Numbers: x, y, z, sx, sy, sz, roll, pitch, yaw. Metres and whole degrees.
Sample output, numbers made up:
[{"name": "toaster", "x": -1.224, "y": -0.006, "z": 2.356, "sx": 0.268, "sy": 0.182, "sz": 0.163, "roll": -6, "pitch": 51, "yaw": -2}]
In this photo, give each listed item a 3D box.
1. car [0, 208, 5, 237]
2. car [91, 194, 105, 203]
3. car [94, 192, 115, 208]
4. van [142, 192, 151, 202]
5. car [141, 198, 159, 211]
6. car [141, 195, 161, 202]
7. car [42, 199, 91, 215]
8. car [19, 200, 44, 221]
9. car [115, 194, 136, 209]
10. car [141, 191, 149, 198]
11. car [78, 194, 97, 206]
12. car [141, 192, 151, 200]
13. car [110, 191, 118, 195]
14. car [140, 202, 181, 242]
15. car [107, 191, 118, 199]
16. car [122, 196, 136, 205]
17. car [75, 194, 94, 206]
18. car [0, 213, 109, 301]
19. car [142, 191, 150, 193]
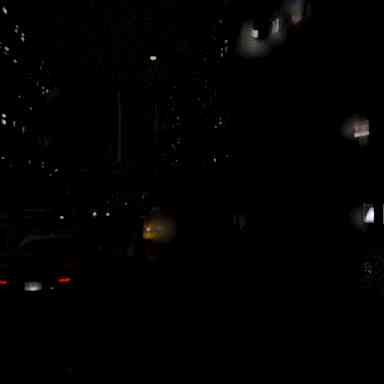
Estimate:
[{"name": "car", "x": -9.759, "y": 1.452, "z": 14.096, "sx": 1.802, "sy": 1.307, "sz": 4.206, "roll": 1, "pitch": 0, "yaw": -9}, {"name": "car", "x": -16.321, "y": 1.118, "z": 57.932, "sx": 1.887, "sy": 1.381, "sz": 4.507, "roll": 1, "pitch": 0, "yaw": -9}, {"name": "car", "x": -11.293, "y": 1.184, "z": 42.421, "sx": 1.882, "sy": 1.535, "sz": 5.008, "roll": 0, "pitch": 0, "yaw": -8}, {"name": "van", "x": -8.856, "y": 0.910, "z": 64.702, "sx": 1.690, "sy": 1.788, "sz": 3.998, "roll": 1, "pitch": 0, "yaw": -9}, {"name": "car", "x": -4.760, "y": 1.342, "z": 37.306, "sx": 1.802, "sy": 1.307, "sz": 4.206, "roll": 1, "pitch": 0, "yaw": -9}, {"name": "car", "x": -3.116, "y": 1.273, "z": 26.347, "sx": 1.967, "sy": 1.590, "sz": 4.097, "roll": 1, "pitch": 0, "yaw": -9}, {"name": "car", "x": -8.461, "y": 1.390, "z": 22.860, "sx": 1.994, "sy": 1.385, "sz": 4.181, "roll": 0, "pitch": 0, "yaw": -8}, {"name": "car", "x": -11.374, "y": 1.325, "z": 24.887, "sx": 1.752, "sy": 1.417, "sz": 4.829, "roll": 1, "pitch": 0, "yaw": -9}, {"name": "car", "x": -7.903, "y": 1.289, "z": 40.464, "sx": 1.994, "sy": 1.385, "sz": 4.181, "roll": 0, "pitch": 0, "yaw": -8}, {"name": "car", "x": -12.957, "y": 0.687, "z": 92.100, "sx": 2.192, "sy": 1.841, "sz": 5.009, "roll": 1, "pitch": 0, "yaw": -9}, {"name": "car", "x": -14.678, "y": 1.090, "z": 46.973, "sx": 1.967, "sy": 1.590, "sz": 4.097, "roll": 1, "pitch": 0, "yaw": -9}, {"name": "car", "x": -10.499, "y": 0.931, "z": 75.663, "sx": 1.967, "sy": 1.590, "sz": 4.097, "roll": 1, "pitch": 0, "yaw": -9}, {"name": "car", "x": -19.602, "y": 0.968, "z": 79.849, "sx": 2.008, "sy": 1.369, "sz": 4.403, "roll": 1, "pitch": 0, "yaw": -9}, {"name": "car", "x": -1.503, "y": 1.429, "z": 15.557, "sx": 1.752, "sy": 1.417, "sz": 4.829, "roll": 1, "pitch": 0, "yaw": -9}, {"name": "car", "x": -20.416, "y": 0.693, "z": 85.328, "sx": 2.192, "sy": 1.841, "sz": 5.009, "roll": 1, "pitch": 0, "yaw": -9}, {"name": "car", "x": -9.424, "y": 1.257, "z": 50.345, "sx": 1.895, "sy": 1.301, "sz": 4.718, "roll": 0, "pitch": 0, "yaw": -8}, {"name": "car", "x": -13.860, "y": 1.233, "z": 41.493, "sx": 1.887, "sy": 1.381, "sz": 4.507, "roll": 1, "pitch": 0, "yaw": -9}, {"name": "car", "x": -3.121, "y": 1.463, "z": 8.102, "sx": 1.812, "sy": 1.442, "sz": 4.674, "roll": 0, "pitch": 0, "yaw": -9}, {"name": "car", "x": -8.038, "y": 1.047, "z": 59.224, "sx": 1.967, "sy": 1.590, "sz": 4.097, "roll": 1, "pitch": 0, "yaw": -9}]
